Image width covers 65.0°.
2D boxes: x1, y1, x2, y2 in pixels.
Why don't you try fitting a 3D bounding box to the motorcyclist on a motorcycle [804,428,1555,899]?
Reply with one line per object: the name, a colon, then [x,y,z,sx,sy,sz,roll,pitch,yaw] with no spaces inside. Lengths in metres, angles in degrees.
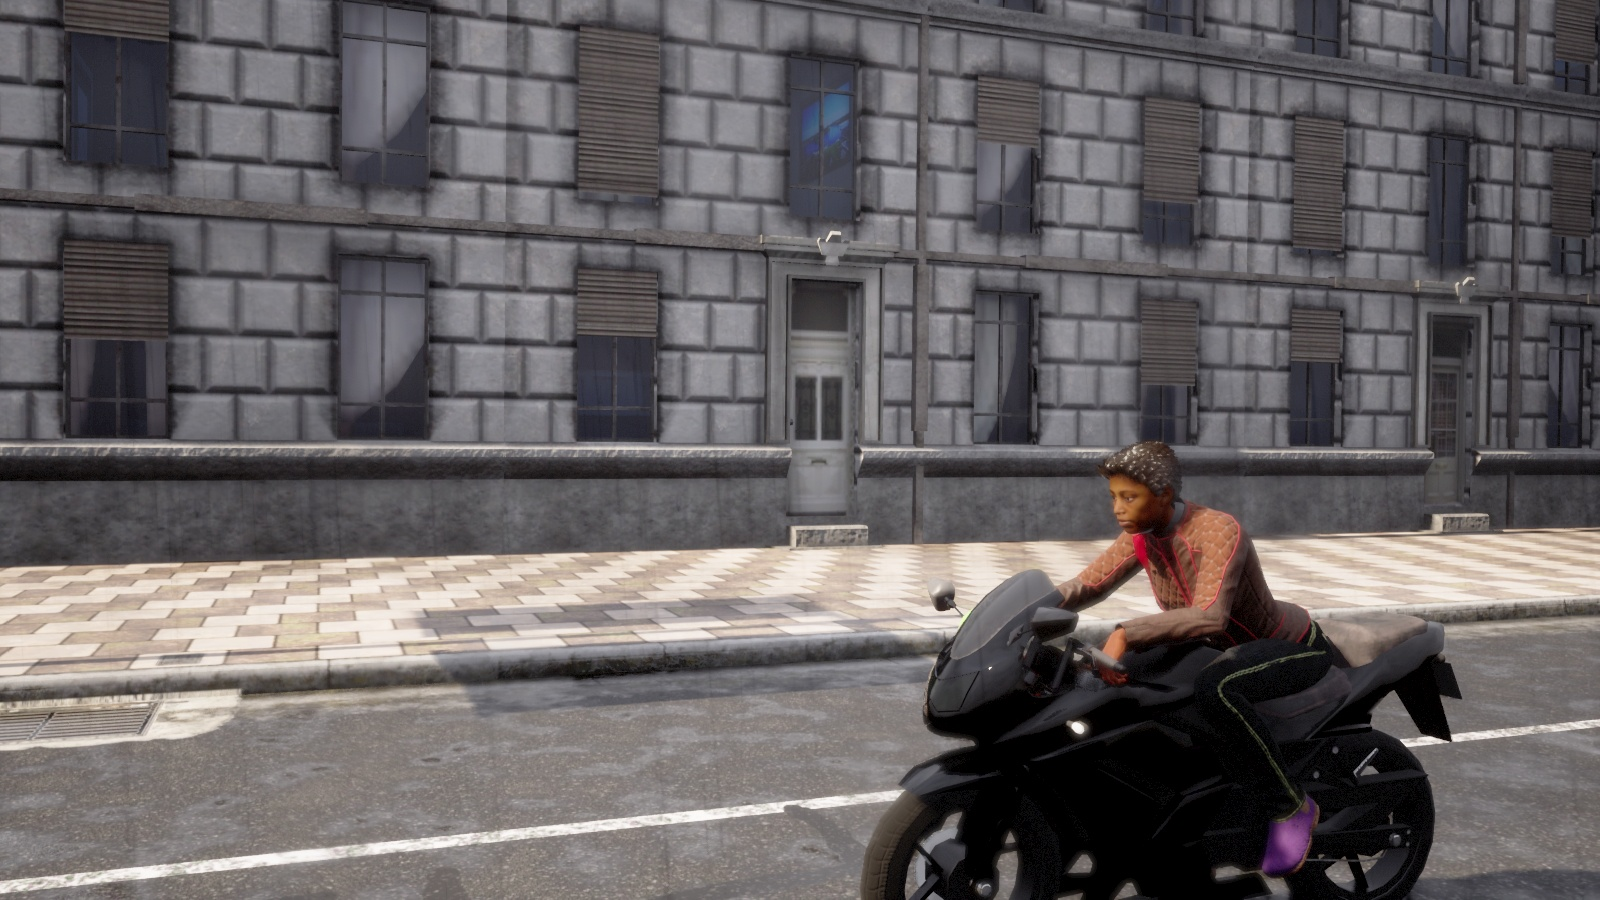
motorcyclist on a motorcycle: [1.116,0.708,3.691,2.044,1.523,0.797,-1,1,-21]
